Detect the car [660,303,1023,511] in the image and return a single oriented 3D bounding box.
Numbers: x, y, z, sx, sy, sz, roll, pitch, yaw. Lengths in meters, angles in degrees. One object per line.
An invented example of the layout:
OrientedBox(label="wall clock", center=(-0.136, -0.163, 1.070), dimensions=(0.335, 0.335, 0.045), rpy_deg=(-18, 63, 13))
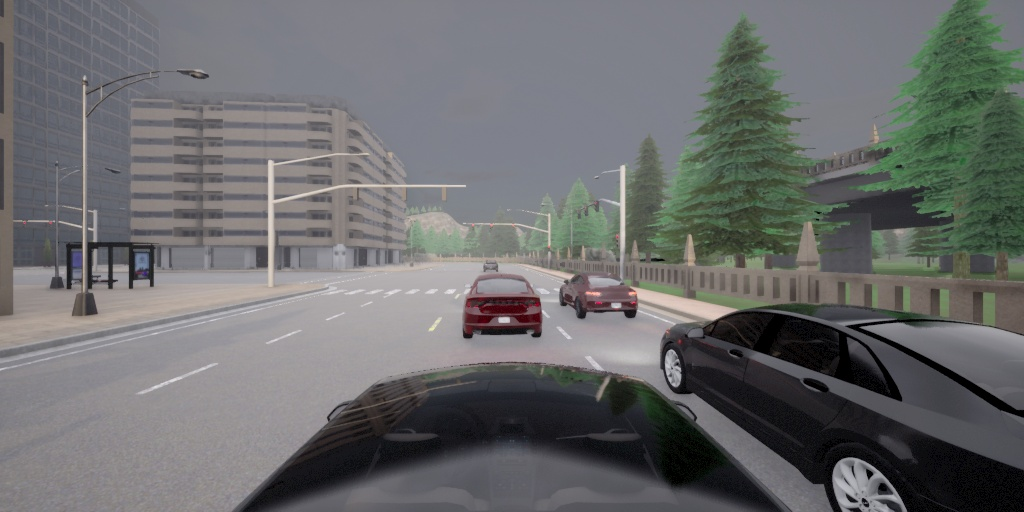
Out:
OrientedBox(label="car", center=(3.257, 1.255, 3.775), dimensions=(1.837, 1.490, 4.892), rpy_deg=(0, 0, 0))

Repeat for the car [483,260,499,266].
OrientedBox(label="car", center=(-2.701, 1.242, 45.740), dimensions=(2.128, 1.511, 4.902), rpy_deg=(0, 0, -4))

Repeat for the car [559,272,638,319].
OrientedBox(label="car", center=(2.922, 1.276, 12.765), dimensions=(1.812, 1.442, 4.674), rpy_deg=(0, 0, -3))

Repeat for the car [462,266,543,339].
OrientedBox(label="car", center=(-0.341, 1.228, 10.190), dimensions=(1.882, 1.535, 5.008), rpy_deg=(0, 0, -4))
